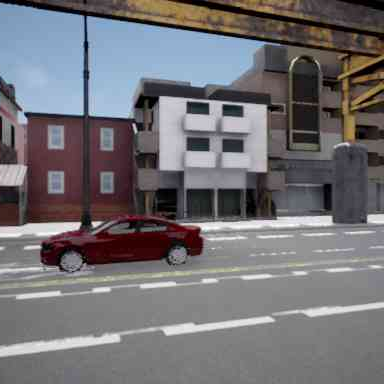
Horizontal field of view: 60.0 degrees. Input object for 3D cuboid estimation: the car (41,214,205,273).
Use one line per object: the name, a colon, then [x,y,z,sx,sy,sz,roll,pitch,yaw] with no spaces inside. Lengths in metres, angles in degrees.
car: [-2.088,1.499,10.593,5.008,1.535,1.882,0,0,-17]
